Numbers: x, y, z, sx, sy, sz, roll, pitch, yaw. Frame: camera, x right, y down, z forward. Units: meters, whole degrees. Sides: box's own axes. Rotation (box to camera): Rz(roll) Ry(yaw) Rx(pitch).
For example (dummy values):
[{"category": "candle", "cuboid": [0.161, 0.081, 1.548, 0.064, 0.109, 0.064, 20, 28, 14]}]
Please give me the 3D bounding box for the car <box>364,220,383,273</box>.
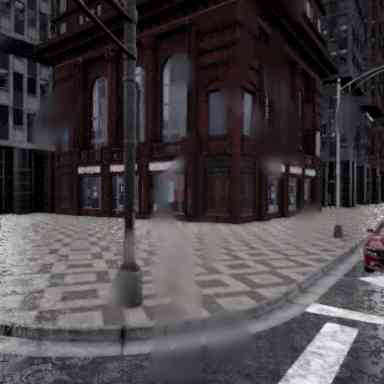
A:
[{"category": "car", "cuboid": [6.672, 1.522, 10.274, 1.882, 1.535, 5.008, 0, 0, 37]}]
